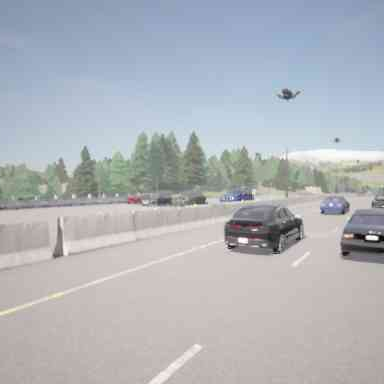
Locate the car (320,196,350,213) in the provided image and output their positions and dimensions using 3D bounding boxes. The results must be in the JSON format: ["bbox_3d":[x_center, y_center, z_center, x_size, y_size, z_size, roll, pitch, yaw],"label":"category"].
[{"bbox_3d":[12.158,1.045,28.172,2.033,1.411,5.357,1,1,31],"label":"car"}]

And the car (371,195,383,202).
[{"bbox_3d":[17.003,1.003,29.482,2.128,1.511,4.902,1,1,31],"label":"car"}]

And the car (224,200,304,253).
[{"bbox_3d":[2.819,1.209,12.417,1.837,1.490,4.892,1,1,31],"label":"car"}]

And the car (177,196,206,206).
[{"bbox_3d":[-0.245,0.690,35.067,2.097,1.767,4.553,1,1,31],"label":"car"}]

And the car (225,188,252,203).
[{"bbox_3d":[5.024,0.567,37.068,2.150,2.045,5.566,1,1,31],"label":"car"}]

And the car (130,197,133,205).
[{"bbox_3d":[-5.790,0.852,39.446,1.895,1.301,4.718,1,1,31],"label":"car"}]

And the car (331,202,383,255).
[{"bbox_3d":[6.278,1.278,11.389,2.033,1.411,5.357,1,1,31],"label":"car"}]
